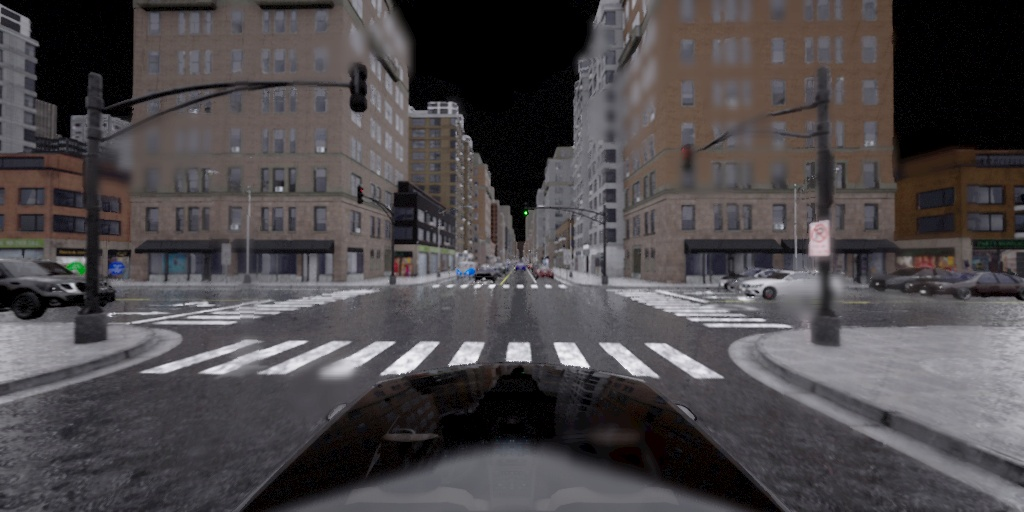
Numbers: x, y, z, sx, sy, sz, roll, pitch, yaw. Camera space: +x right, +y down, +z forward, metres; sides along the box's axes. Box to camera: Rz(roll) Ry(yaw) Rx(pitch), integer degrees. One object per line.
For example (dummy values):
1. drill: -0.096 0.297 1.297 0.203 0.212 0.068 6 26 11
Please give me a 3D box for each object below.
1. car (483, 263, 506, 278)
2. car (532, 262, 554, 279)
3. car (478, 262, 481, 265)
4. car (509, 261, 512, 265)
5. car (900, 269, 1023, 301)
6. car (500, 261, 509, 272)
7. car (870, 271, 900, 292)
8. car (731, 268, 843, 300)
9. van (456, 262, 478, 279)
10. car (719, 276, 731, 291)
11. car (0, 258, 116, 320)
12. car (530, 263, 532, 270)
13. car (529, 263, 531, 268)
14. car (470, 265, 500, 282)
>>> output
1. car: -2.190 1.844 43.106 1.994 1.385 4.181 0 -1 2
2. car: 3.470 1.668 39.097 1.967 1.591 4.097 0 0 1
3. car: -4.913 1.618 44.830 2.192 1.841 5.009 0 0 1
4. car: -1.661 1.893 62.733 2.097 1.767 4.553 0 -1 2
5. car: 24.189 1.536 18.695 5.357 1.411 2.033 0 -1 1
6. car: -1.949 1.761 52.748 2.097 1.767 4.553 0 -1 2
7. car: 24.868 1.534 21.933 4.892 1.490 1.837 0 -1 1
8. car: 14.600 1.503 18.886 4.674 1.442 1.812 0 -1 3
9. van: -5.053 1.570 39.308 1.690 1.789 3.998 0 0 1
10. car: 15.449 1.509 22.121 4.902 1.511 2.128 0 -1 1
11. car: -17.783 1.090 12.820 5.566 2.045 2.150 0 -1 -1
12. car: 3.611 1.867 44.620 1.948 1.339 4.313 0 0 1
13. car: 3.751 1.957 50.143 1.802 1.307 4.207 0 0 1
14. car: -2.442 1.761 34.020 1.895 1.301 4.718 0 -1 1
